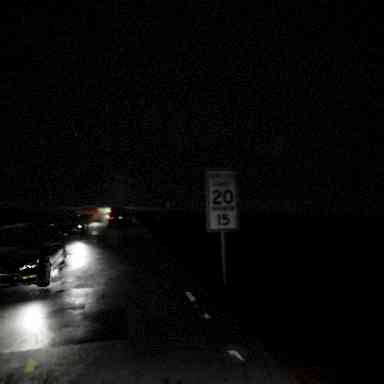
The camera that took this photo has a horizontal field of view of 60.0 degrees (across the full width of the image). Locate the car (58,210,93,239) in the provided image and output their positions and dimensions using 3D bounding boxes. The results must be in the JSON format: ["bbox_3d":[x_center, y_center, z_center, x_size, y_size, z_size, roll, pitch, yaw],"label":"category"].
[{"bbox_3d":[-7.243,1.985,19.907,1.895,1.301,4.718,-1,-1,-13],"label":"car"}]

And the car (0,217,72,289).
[{"bbox_3d":[-4.917,1.722,9.804,1.837,1.490,4.892,-1,-1,-13],"label":"car"}]

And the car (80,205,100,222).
[{"bbox_3d":[-10.193,2.093,32.840,1.882,1.535,5.008,-1,-1,-13],"label":"car"}]

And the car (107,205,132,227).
[{"bbox_3d":[-5.833,1.994,26.892,2.033,1.411,5.357,-1,-1,-13],"label":"car"}]

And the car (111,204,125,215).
[{"bbox_3d":[-10.643,2.456,47.732,1.895,1.301,4.718,-1,-1,-12],"label":"car"}]
